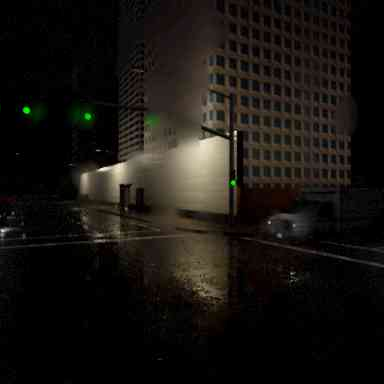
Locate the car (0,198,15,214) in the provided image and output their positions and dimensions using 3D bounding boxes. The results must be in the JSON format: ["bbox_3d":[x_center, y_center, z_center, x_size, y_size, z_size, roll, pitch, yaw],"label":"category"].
[{"bbox_3d":[-17.790,1.528,30.721,1.994,1.385,4.181,0,0,-27],"label":"car"}]

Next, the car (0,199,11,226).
[{"bbox_3d":[-13.536,1.471,22.522,1.837,1.490,4.892,0,0,-27],"label":"car"}]

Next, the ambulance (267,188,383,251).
[{"bbox_3d":[6.320,1.051,14.748,6.366,2.431,2.351,0,0,-28],"label":"ambulance"}]

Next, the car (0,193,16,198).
[{"bbox_3d":[-25.239,1.185,45.152,2.150,2.045,5.566,0,0,-27],"label":"car"}]
